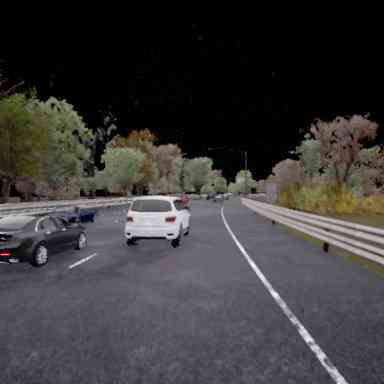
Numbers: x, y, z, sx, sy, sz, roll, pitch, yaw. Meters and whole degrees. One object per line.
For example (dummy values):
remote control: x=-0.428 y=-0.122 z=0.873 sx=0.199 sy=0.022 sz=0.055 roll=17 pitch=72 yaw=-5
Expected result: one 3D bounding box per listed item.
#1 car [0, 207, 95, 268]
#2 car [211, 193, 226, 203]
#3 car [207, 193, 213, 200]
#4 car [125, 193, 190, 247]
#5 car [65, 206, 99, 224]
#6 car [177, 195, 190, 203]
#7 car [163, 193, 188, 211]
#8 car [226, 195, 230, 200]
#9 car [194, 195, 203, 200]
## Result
car: x=-5.235 y=1.489 z=11.316 sx=1.837 sy=1.490 sz=4.892 roll=0 pitch=0 yaw=5
car: x=5.630 y=1.499 z=69.954 sx=1.812 sy=1.442 sz=4.674 roll=0 pitch=0 yaw=9
car: x=5.387 y=1.202 z=88.788 sx=2.150 sy=2.045 sz=5.566 roll=0 pitch=0 yaw=11
car: x=-1.386 y=1.208 z=15.225 sx=2.150 sy=2.045 sz=5.566 roll=0 pitch=0 yaw=5
car: x=-7.795 y=1.573 z=21.834 sx=1.895 sy=1.301 sz=4.718 roll=0 pitch=0 yaw=6
car: x=-1.749 y=1.472 z=68.163 sx=1.837 sy=1.490 sz=4.892 roll=0 pitch=0 yaw=9
car: x=-2.010 y=1.191 z=41.770 sx=2.150 sy=2.045 sz=5.566 roll=0 pitch=0 yaw=7
car: x=9.031 y=1.505 z=89.219 sx=1.812 sy=1.442 sz=4.674 roll=0 pitch=0 yaw=11
car: x=1.726 y=1.512 z=88.267 sx=2.033 sy=1.411 sz=5.357 roll=0 pitch=0 yaw=11
